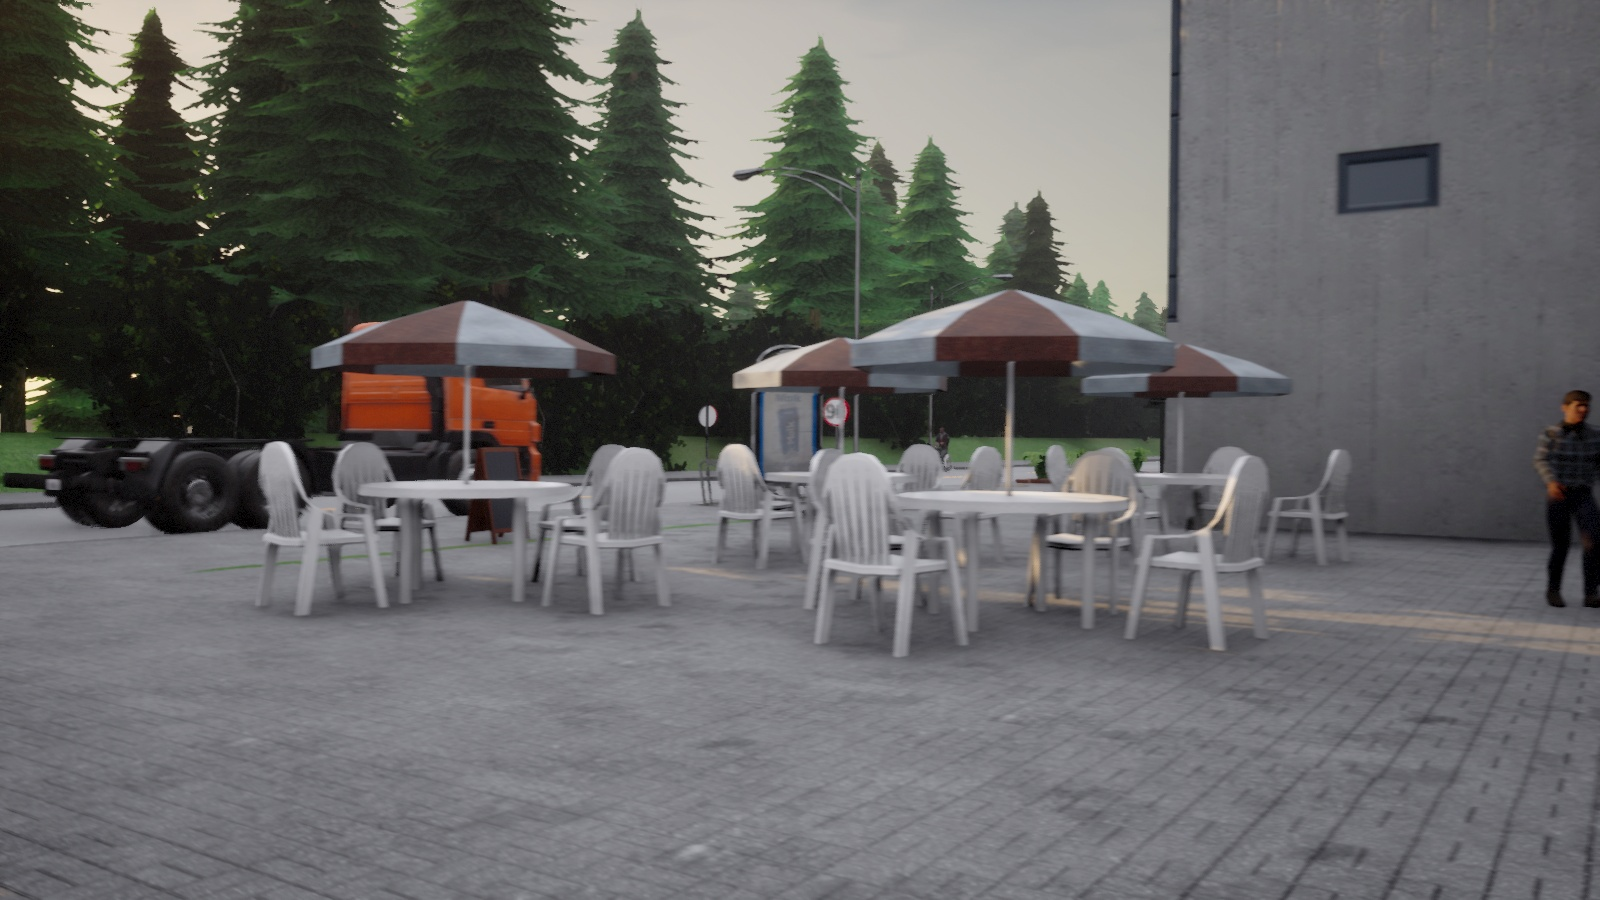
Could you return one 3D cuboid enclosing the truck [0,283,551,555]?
[{"bbox_3d":[-7.832,-0.454,20.116,2.891,3.462,7.936,0,1,32],"label":"truck"}]

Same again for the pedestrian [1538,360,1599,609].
[{"bbox_3d":[6.364,0.265,10.179,0.423,1.949,0.788,0,1,12],"label":"pedestrian"}]
